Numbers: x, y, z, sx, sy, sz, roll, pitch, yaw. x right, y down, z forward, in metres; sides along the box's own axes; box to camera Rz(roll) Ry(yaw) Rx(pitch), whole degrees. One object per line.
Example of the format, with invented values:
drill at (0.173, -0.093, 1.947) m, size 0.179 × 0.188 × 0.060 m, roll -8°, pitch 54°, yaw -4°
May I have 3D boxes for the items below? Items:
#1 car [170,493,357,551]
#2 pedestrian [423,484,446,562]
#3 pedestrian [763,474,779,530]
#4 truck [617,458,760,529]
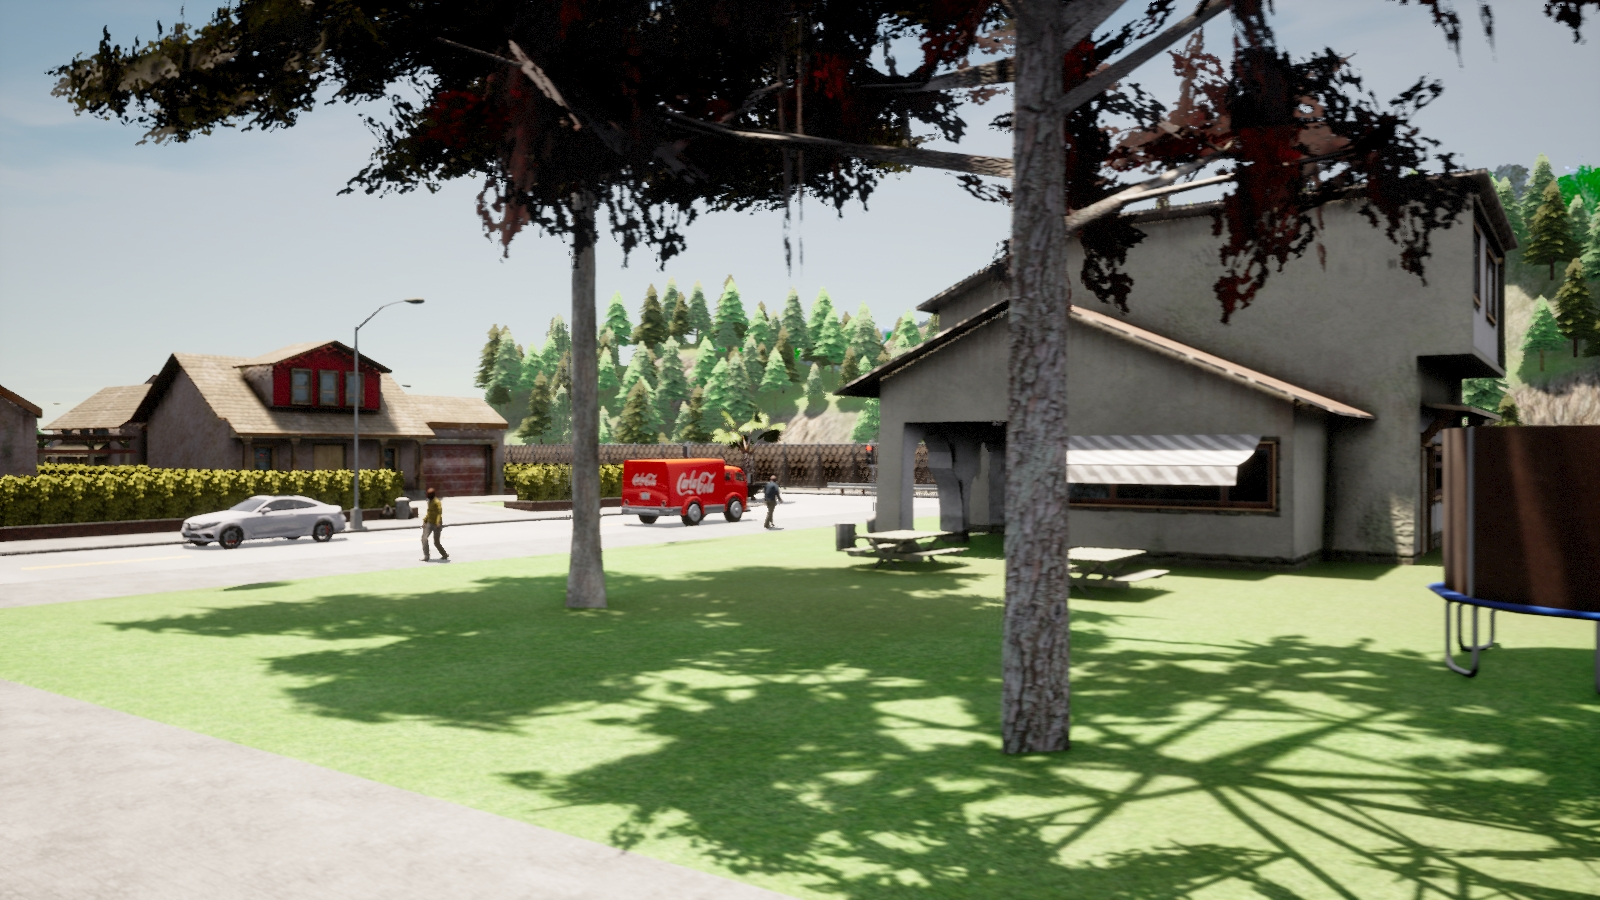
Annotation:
car at (-15.875, 2.081, 34.038) m, size 2.002 × 1.442 × 4.674 m, roll 0°, pitch 0°, yaw 35°
pedestrian at (-8.792, 1.743, 27.451) m, size 0.375 × 1.860 × 0.375 m, roll 0°, pitch 0°, yaw 35°
pedestrian at (-0.973, 1.744, 38.626) m, size 0.375 × 1.860 × 0.375 m, roll 0°, pitch 0°, yaw 40°
truck at (-4.165, 1.568, 43.526) m, size 2.627 × 2.467 × 5.204 m, roll 0°, pitch 0°, yaw 35°
